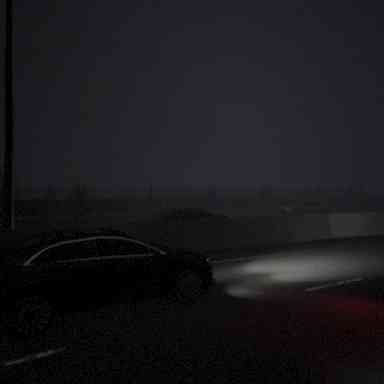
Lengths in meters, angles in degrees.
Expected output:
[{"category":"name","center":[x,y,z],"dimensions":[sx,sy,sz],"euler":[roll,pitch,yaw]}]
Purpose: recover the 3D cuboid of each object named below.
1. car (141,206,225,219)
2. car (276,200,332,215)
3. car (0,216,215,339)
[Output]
[{"category":"car","center":[-0.733,1.432,15.654],"dimensions":[5.008,1.535,1.882],"euler":[0,0,-29]},{"category":"car","center":[9.586,1.411,28.459],"dimensions":[5.008,1.535,1.882],"euler":[0,0,-21]},{"category":"car","center":[-1.785,1.470,6.547],"dimensions":[4.902,1.511,2.128],"euler":[0,0,-34]}]
